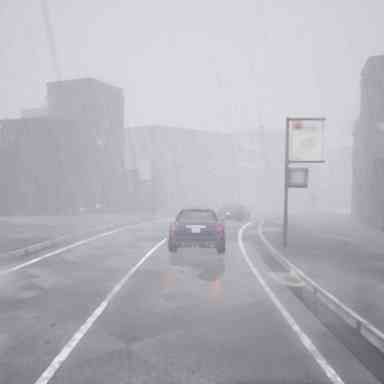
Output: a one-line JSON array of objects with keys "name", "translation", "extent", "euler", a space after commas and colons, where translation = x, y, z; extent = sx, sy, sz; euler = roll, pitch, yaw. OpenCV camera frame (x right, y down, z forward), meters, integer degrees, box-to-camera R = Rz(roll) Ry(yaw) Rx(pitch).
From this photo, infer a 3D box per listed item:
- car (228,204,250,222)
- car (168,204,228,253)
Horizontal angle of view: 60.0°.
[{"name": "car", "translation": [3.587, 1.681, 28.187], "extent": [1.994, 1.385, 4.181], "euler": [2, 0, 21]}, {"name": "car", "translation": [0.339, 1.390, 14.016], "extent": [2.097, 1.767, 4.553], "euler": [0, 0, 5]}]
